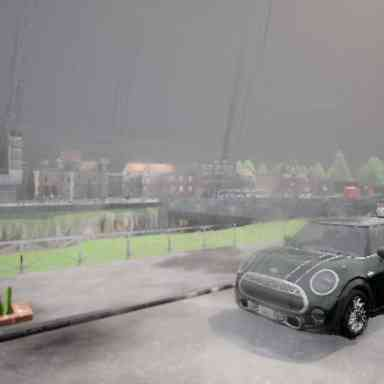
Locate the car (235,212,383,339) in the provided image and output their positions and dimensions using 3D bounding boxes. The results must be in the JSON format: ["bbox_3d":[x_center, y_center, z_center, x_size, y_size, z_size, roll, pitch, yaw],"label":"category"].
[{"bbox_3d":[3.013,1.318,6.635,4.553,1.767,2.097,0,0,-36],"label":"car"}]
